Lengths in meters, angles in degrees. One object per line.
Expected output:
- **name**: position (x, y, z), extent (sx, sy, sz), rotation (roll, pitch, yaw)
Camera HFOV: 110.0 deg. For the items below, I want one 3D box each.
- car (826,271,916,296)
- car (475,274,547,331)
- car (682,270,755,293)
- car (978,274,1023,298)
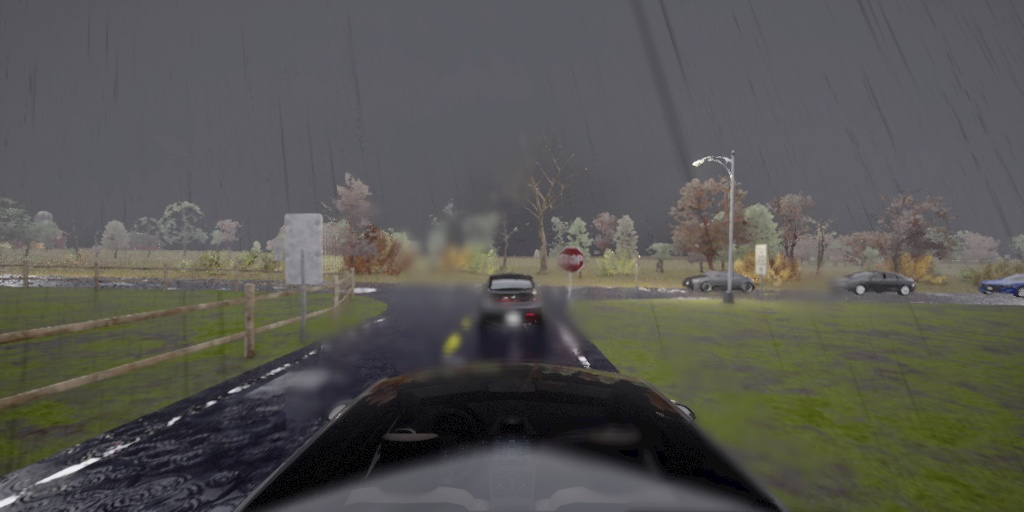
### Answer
- **car**: position (23.740, 1.773, 23.804), extent (4.892, 1.490, 1.837), rotation (1, 1, 0)
- **car**: position (-0.071, 1.292, 11.158), extent (1.837, 1.490, 4.892), rotation (0, 0, -3)
- **car**: position (13.659, 1.652, 23.825), extent (4.181, 1.385, 1.994), rotation (1, 1, 0)
- **car**: position (34.192, 1.929, 23.772), extent (5.008, 1.535, 1.882), rotation (1, 1, 0)
